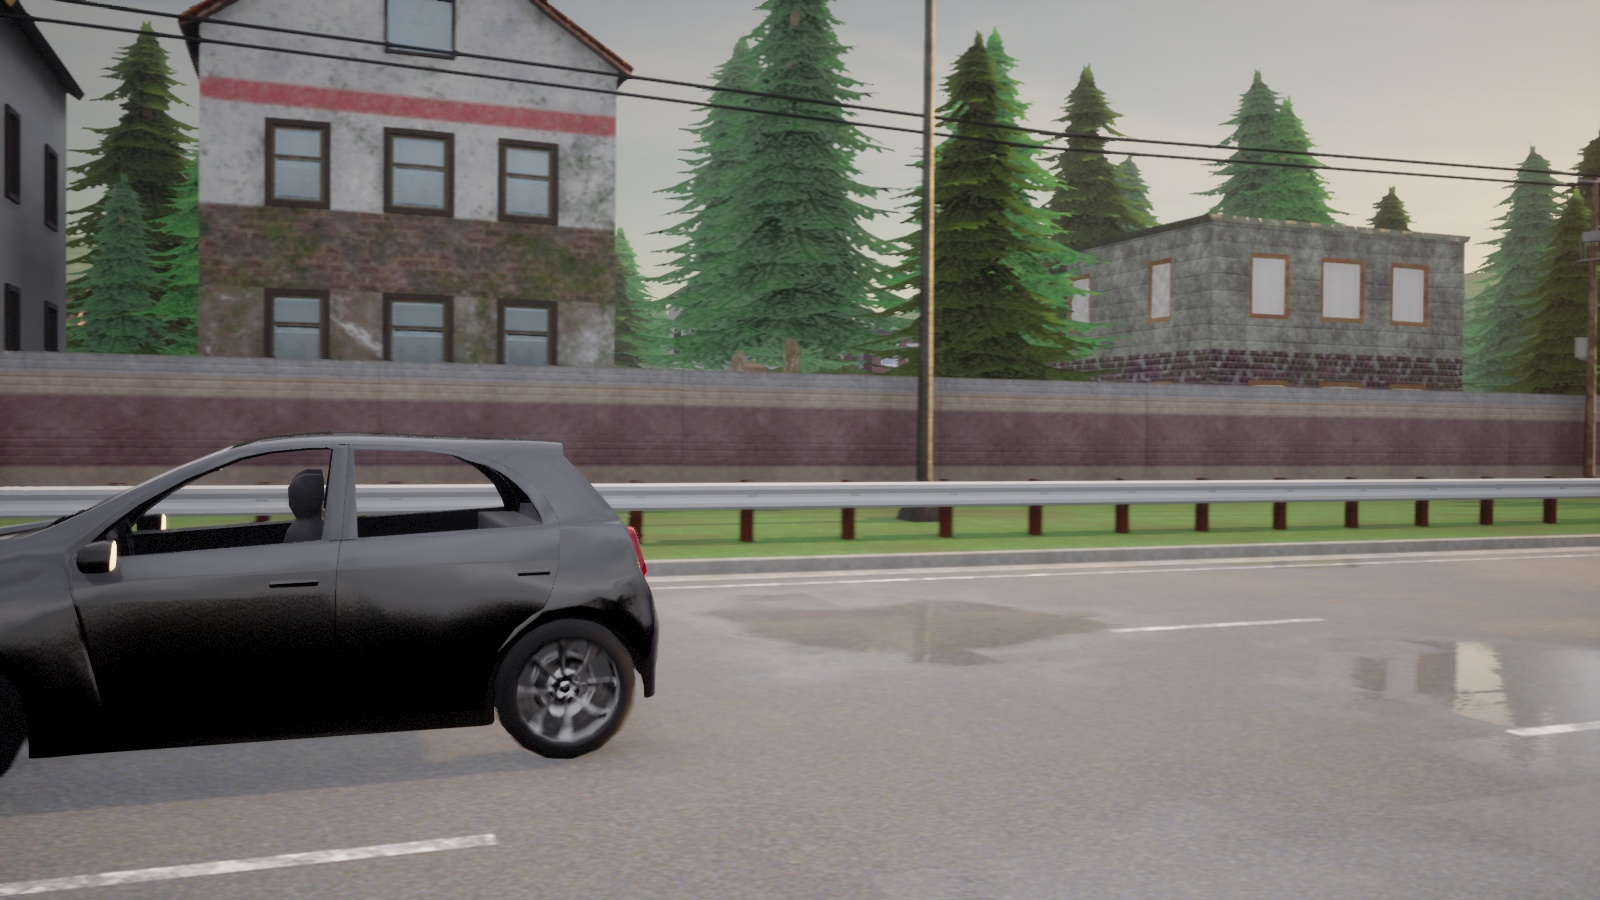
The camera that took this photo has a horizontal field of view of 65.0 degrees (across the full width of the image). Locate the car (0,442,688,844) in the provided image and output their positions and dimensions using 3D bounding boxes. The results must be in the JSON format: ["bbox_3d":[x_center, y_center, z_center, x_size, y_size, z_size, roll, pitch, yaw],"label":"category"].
[{"bbox_3d":[-2.551,0.742,6.014,3.633,1.501,1.845,-1,1,-21],"label":"car"}]
